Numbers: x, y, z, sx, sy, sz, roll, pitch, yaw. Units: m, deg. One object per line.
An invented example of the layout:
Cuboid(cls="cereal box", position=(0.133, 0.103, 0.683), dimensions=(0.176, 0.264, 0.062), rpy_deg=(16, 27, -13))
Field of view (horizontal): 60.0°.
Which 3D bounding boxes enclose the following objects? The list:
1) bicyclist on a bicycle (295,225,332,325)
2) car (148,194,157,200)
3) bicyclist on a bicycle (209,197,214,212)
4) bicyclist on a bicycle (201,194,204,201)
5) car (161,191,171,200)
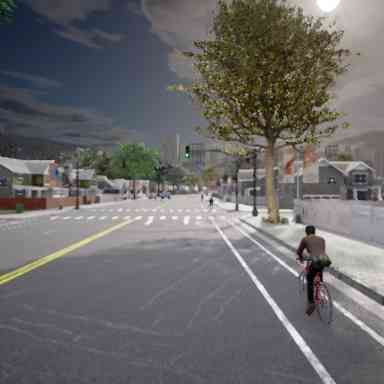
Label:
Cuboid(cls="bicyclist on a bicycle", position=(2.251, 1.460, 6.179), dimensions=(0.582, 1.620, 1.656), rpy_deg=(0, 0, 0))
Cuboid(cls="car", position=(-9.741, 1.170, 83.058), dimensions=(1.812, 1.442, 4.674), rpy_deg=(0, 0, 0))
Cuboid(cls="bicyclist on a bicycle", position=(2.258, 1.409, 39.216), dimensions=(0.659, 1.776, 1.843), rpy_deg=(0, 0, 0))
Cuboid(cls="bicyclist on a bicycle", position=(2.256, 1.405, 73.164), dimensions=(0.659, 1.776, 1.843), rpy_deg=(0, 0, 0))
Cuboid(cls="car", position=(-6.492, 0.871, 83.027), dimensions=(2.150, 2.045, 5.566), rpy_deg=(0, 0, 0))
